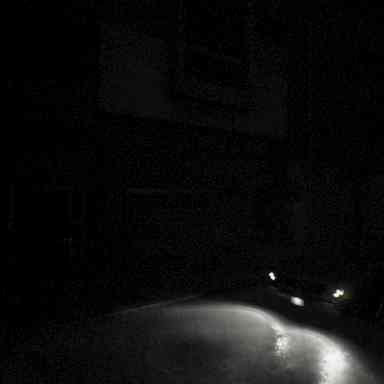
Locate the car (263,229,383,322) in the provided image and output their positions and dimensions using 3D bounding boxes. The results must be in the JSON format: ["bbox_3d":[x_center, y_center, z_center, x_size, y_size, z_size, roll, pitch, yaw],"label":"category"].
[{"bbox_3d":[4.053,1.569,7.457,5.357,1.411,2.033,0,0,-35],"label":"car"}]
